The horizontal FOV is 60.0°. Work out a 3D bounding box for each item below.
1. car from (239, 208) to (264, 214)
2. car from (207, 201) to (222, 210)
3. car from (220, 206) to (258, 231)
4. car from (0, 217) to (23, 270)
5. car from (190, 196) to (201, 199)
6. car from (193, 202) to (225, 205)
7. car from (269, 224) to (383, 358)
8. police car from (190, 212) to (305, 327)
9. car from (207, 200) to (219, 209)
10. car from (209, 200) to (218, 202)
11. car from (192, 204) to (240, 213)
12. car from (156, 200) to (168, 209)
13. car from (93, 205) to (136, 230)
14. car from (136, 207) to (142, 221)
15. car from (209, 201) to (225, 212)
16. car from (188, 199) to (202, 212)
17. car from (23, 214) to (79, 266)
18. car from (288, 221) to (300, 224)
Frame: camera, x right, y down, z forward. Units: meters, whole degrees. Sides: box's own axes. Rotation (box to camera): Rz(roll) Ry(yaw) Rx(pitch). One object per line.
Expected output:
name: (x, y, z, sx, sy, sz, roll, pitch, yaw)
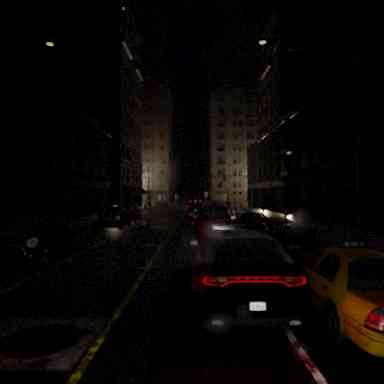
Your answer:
car: (3.054, 1.720, 17.273, 1.947, 1.339, 4.313, -1, -1, 1)
car: (3.411, 2.021, 50.785, 1.947, 1.339, 4.313, -1, -1, 1)
car: (3.114, 1.757, 22.858, 2.008, 1.369, 4.403, -1, -1, 1)
car: (-5.601, 1.390, 6.194, 2.192, 1.841, 5.009, -1, -1, 1)
car: (0.623, 1.752, 58.562, 2.150, 2.045, 5.566, 0, -1, 1)
car: (1.157, 1.722, 23.349, 1.837, 1.490, 4.892, 0, -1, 1)
car: (2.937, 1.578, 6.273, 1.752, 1.417, 4.829, -1, -1, 1)
police car: (0.991, 1.494, 7.461, 1.930, 1.638, 5.238, 0, -1, 1)
car: (3.470, 2.085, 56.370, 1.802, 1.307, 4.206, -1, -1, 1)
car: (3.292, 1.908, 39.614, 2.008, 1.369, 4.403, -1, -1, 1)
car: (1.095, 1.639, 17.350, 1.882, 1.535, 5.008, 0, -1, 1)
car: (-5.075, 2.072, 56.458, 1.887, 1.381, 4.507, -1, -1, 1)
car: (-5.425, 1.671, 22.948, 1.967, 1.590, 4.097, -1, -1, 1)
car: (-5.365, 1.864, 28.532, 1.802, 1.307, 4.206, -1, -1, 1)
car: (3.353, 1.933, 45.370, 1.752, 1.417, 4.829, -1, -1, 1)
car: (0.504, 2.016, 45.297, 1.895, 1.301, 4.718, 0, 0, 1)
car: (-5.541, 1.567, 11.777, 1.967, 1.590, 4.097, -1, -1, 1)
car: (2.995, 1.669, 11.688, 1.947, 1.339, 4.313, -1, -1, 1)
